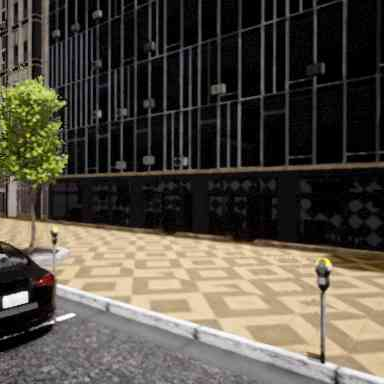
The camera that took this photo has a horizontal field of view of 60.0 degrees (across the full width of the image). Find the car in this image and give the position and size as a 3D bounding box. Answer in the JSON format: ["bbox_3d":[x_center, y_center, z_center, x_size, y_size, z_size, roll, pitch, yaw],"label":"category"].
[{"bbox_3d":[-4.134,1.515,5.830,4.313,1.339,1.947,1,0,36],"label":"car"}]
